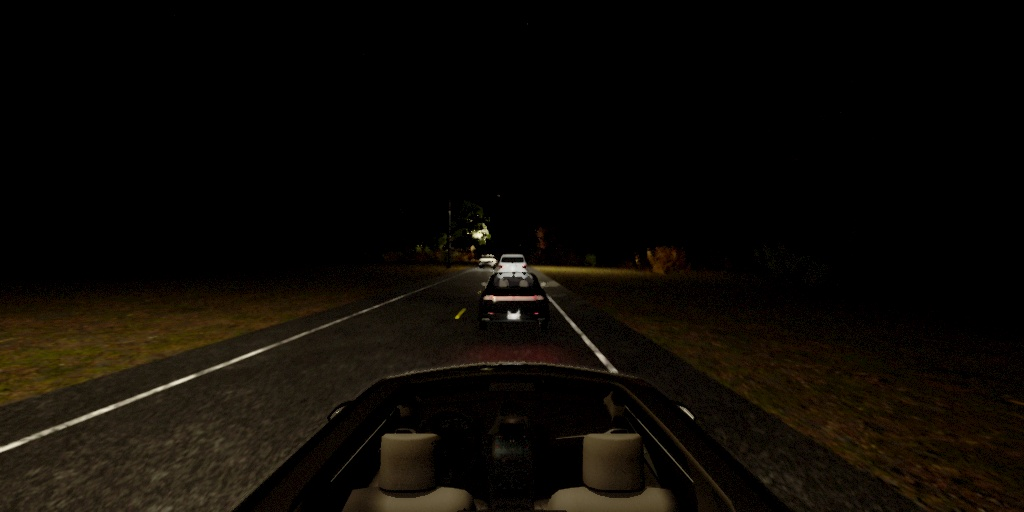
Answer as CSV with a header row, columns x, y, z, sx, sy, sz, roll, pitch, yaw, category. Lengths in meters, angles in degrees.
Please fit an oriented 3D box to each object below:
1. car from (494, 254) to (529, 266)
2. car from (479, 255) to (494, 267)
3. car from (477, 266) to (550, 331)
x,y,z,sx,sy,sz,roll,pitch,yaw,category
0.061,0.887,27.012,2.150,2.045,5.566,0,0,0,car
-3.572,0.806,52.296,2.150,2.045,5.566,0,0,0,car
0.054,1.208,10.830,2.128,1.511,4.902,0,0,0,car
